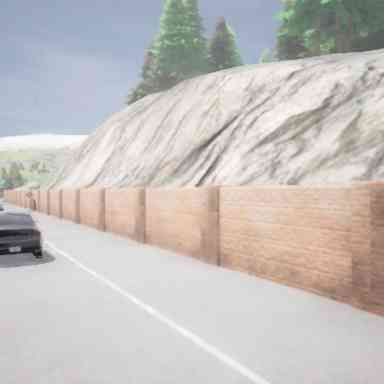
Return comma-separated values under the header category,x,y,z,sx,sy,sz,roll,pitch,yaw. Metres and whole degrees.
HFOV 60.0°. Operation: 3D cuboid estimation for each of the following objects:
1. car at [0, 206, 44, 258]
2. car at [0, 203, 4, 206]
category,x,y,z,sx,sy,sz,roll,pitch,yaw
car,-6.637,1.473,11.985,1.837,1.490,4.892,0,0,-34
car,-15.029,1.284,24.430,2.097,1.767,4.553,0,0,-34
